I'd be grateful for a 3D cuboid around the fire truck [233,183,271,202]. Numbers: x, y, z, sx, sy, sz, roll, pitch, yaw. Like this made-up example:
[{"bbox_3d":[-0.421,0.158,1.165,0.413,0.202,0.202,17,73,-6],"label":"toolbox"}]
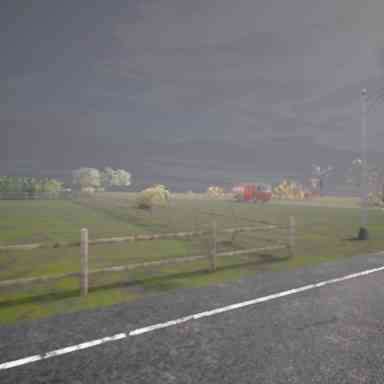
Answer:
[{"bbox_3d":[12.023,0.017,67.071,2.891,3.827,8.468,2,0,-32],"label":"fire truck"}]
